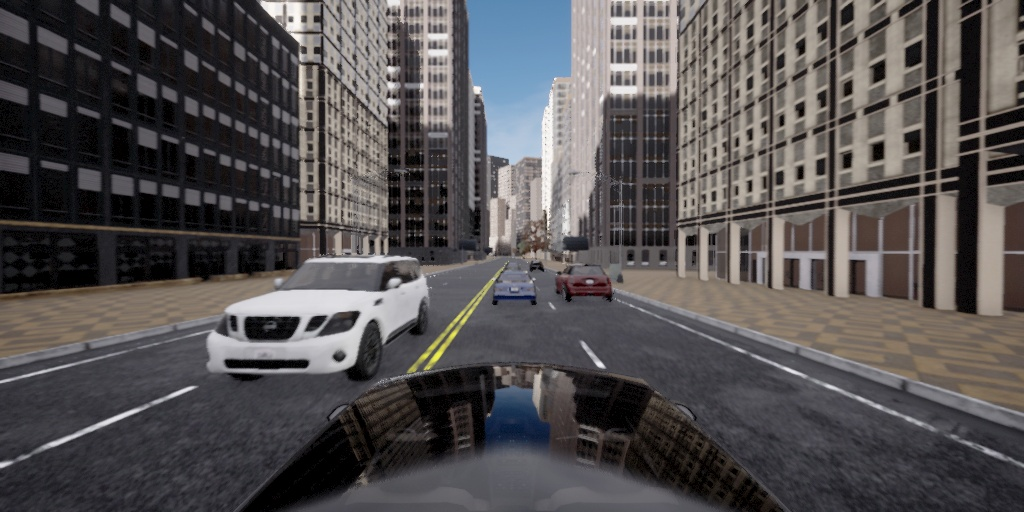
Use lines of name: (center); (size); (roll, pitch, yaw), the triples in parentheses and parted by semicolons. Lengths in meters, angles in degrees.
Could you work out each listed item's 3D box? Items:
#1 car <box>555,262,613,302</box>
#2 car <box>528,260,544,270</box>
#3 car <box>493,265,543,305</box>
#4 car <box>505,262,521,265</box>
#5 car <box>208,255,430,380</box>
car: (3.345, 1.137, 17.534); (2.097, 1.767, 4.553); (0, 0, 0)
car: (3.346, 1.348, 50.076); (1.837, 1.490, 4.892); (0, 0, 0)
car: (0.099, 1.330, 16.318); (2.033, 1.411, 5.357); (0, 0, 0)
car: (0.097, 1.396, 43.475); (1.994, 1.385, 4.181); (0, 0, 0)
car: (-3.316, 0.987, 7.613); (2.150, 2.045, 5.566); (0, 0, 1)
